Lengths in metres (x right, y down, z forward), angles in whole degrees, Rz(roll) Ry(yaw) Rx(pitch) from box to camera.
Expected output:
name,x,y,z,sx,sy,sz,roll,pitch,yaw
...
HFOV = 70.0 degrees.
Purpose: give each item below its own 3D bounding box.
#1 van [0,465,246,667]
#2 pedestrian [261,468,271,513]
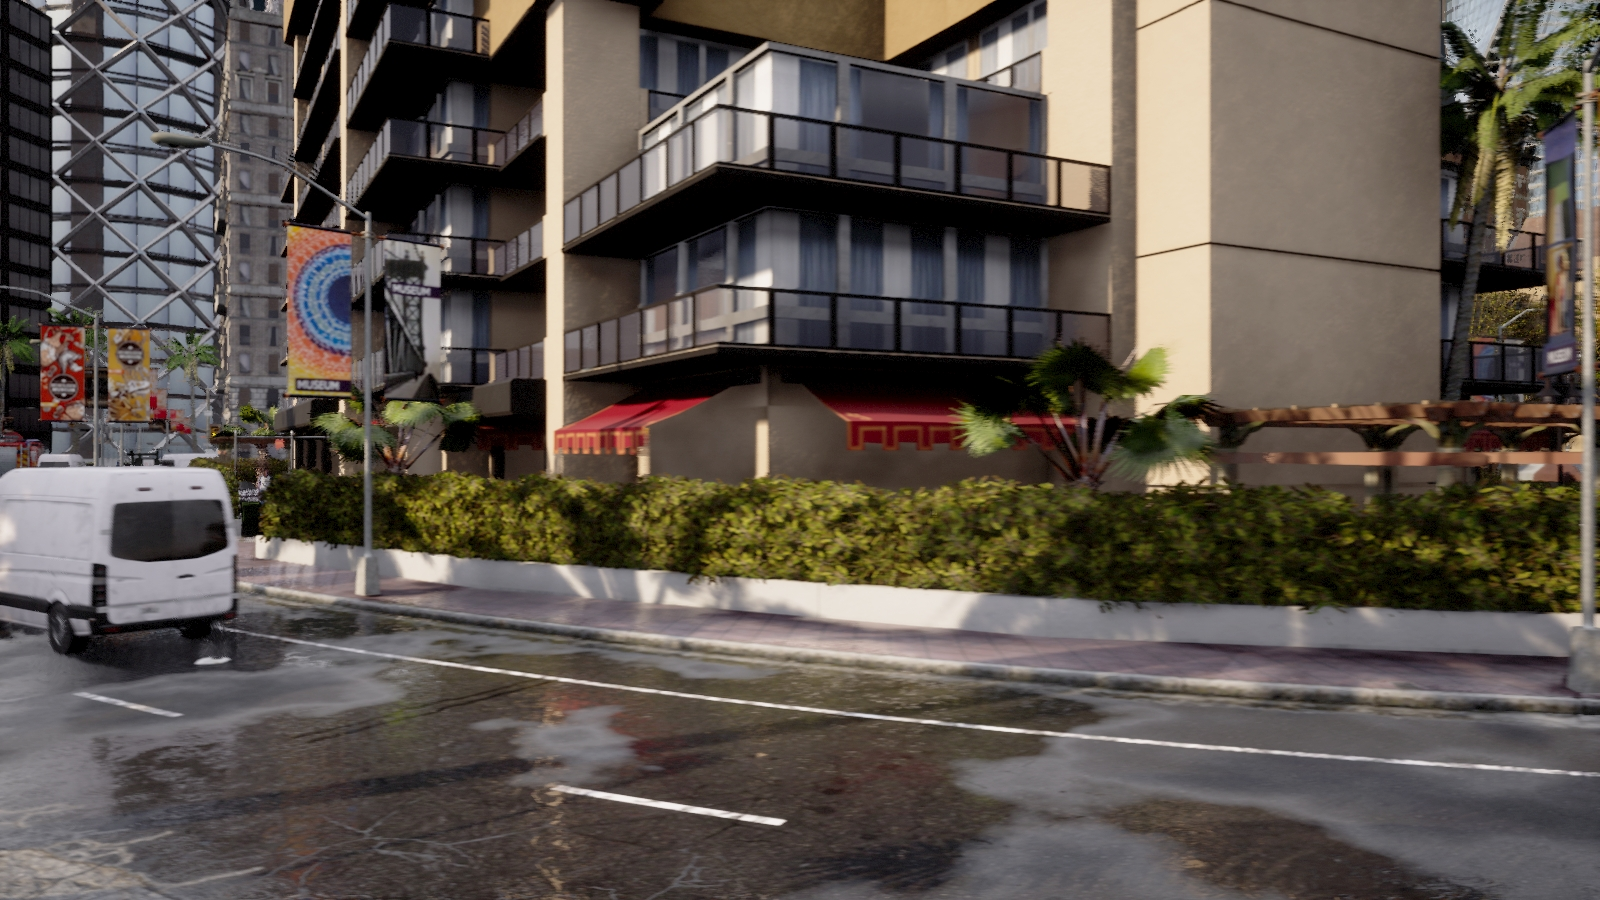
name,x,y,z,sx,sy,sz,roll,pitch,yaw
van,-10.953,1.536,17.413,5.915,2.561,1.988,0,0,36
pedestrian,-22.436,1.703,47.999,0.375,1.860,0.375,0,0,-28
